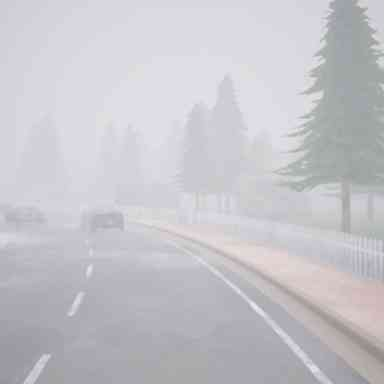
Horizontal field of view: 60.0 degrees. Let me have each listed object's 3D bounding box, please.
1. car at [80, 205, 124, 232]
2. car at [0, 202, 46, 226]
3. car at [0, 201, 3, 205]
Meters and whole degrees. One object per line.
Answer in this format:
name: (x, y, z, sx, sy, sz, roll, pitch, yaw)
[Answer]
car: (-5.743, 1.582, 20.997, 1.882, 1.535, 5.008, 0, 0, -28)
car: (-12.735, 1.732, 25.331, 2.033, 1.411, 5.357, 0, 0, -39)
car: (-22.922, 1.794, 38.548, 5.008, 1.535, 1.882, -1, 0, 33)
